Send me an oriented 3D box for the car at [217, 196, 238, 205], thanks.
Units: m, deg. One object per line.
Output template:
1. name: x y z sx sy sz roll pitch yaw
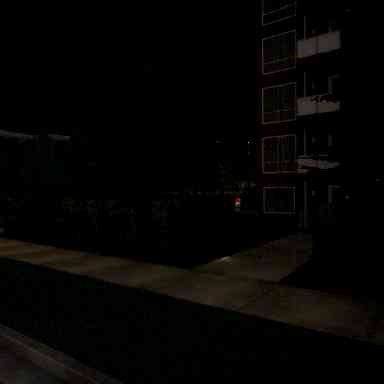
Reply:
1. car: 6.473 1.526 60.134 1.812 1.442 4.674 0 0 36

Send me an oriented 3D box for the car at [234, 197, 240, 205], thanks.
1. car: 9.307 1.478 58.079 1.882 1.535 5.008 0 0 36
